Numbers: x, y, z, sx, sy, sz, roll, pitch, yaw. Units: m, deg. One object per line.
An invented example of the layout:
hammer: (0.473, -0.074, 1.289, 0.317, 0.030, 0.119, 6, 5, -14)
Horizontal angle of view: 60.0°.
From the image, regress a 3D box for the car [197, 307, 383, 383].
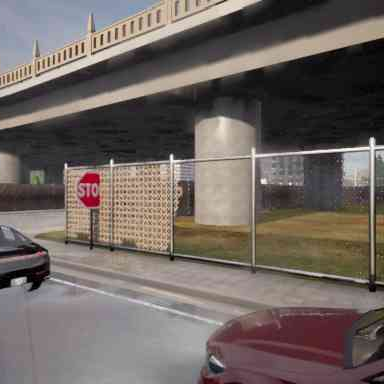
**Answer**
car: (2.228, 1.526, 2.399, 4.674, 1.442, 1.812, 0, 0, 35)

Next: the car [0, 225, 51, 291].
car: (-5.279, 1.492, 7.752, 4.902, 1.511, 2.128, 0, 0, 35)
